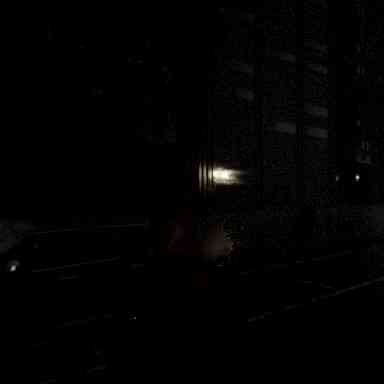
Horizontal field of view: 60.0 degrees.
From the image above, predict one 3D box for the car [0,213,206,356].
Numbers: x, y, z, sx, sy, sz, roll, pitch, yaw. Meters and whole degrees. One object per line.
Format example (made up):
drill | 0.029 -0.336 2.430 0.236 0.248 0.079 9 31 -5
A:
car | -2.071 1.315 5.180 5.009 1.841 2.192 0 0 -35
